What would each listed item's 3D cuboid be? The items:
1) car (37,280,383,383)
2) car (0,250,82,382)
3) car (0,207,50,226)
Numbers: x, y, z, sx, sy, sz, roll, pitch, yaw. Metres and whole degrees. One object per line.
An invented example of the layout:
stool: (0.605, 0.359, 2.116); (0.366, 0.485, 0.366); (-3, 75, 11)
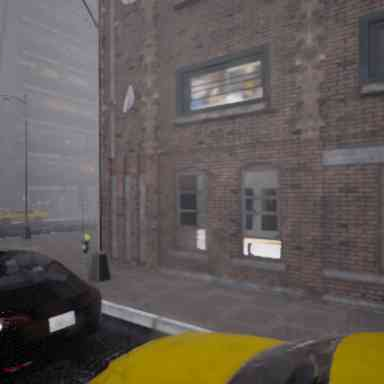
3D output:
car: (1.242, 1.526, 1.988); (4.829, 1.417, 1.752); (0, 0, 36)
car: (-3.241, 1.594, 5.196); (4.313, 1.339, 1.947); (0, 0, 36)
car: (-14.450, 1.976, 27.916); (1.752, 1.417, 4.829); (-2, -2, 35)
